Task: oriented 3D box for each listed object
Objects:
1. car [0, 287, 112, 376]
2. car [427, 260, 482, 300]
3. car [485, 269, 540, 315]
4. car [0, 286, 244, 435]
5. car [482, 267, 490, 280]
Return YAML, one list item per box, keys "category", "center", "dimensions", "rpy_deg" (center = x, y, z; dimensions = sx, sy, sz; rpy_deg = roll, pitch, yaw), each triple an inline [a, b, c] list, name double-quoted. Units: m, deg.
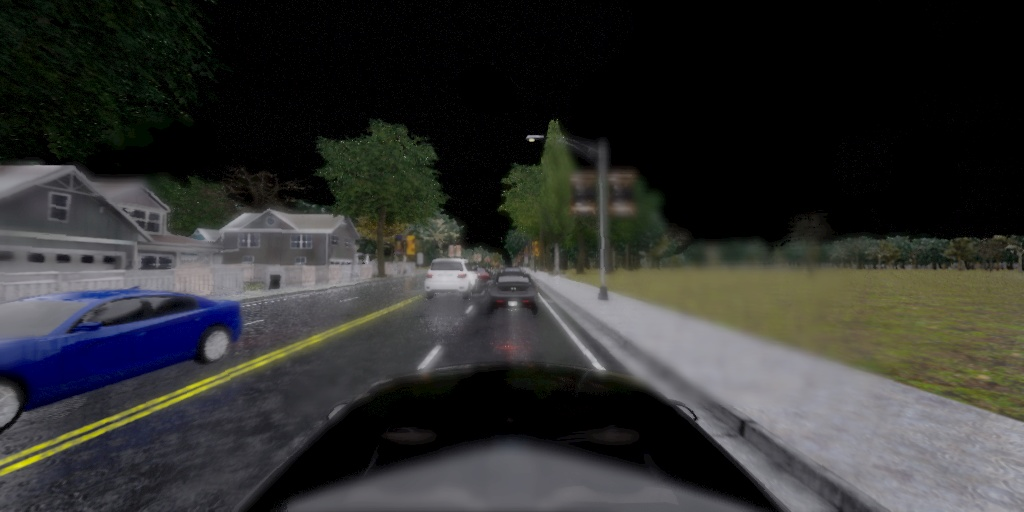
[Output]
- category: "car"
  center: [-9.850, 1.345, 5.231]
  dimensions: [2.033, 1.411, 5.357]
  rpy_deg: [0, -1, 0]
- category: "car"
  center: [-3.146, 1.234, 19.916]
  dimensions: [2.150, 2.045, 5.566]
  rpy_deg: [0, -1, 0]
- category: "car"
  center: [0.096, 1.436, 14.592]
  dimensions: [1.837, 1.490, 4.892]
  rpy_deg: [0, -1, 0]
- category: "car"
  center: [-6.599, 1.278, 5.473]
  dimensions: [1.882, 1.535, 5.008]
  rpy_deg: [0, -1, 0]
- category: "car"
  center: [-3.139, 1.860, 37.098]
  dimensions: [1.994, 1.385, 4.181]
  rpy_deg: [0, -1, 0]
